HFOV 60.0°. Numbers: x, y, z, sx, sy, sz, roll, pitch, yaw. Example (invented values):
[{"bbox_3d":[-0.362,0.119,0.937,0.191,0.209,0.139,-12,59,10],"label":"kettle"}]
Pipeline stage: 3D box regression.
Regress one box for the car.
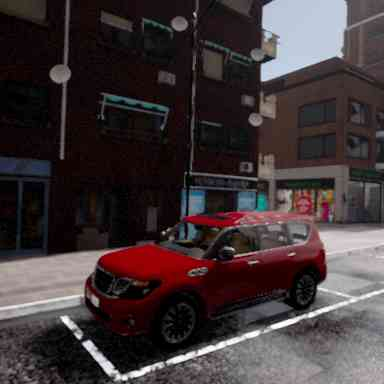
[{"bbox_3d":[0.593,1.355,6.486,5.009,1.841,2.192,1,1,-35],"label":"car"}]
